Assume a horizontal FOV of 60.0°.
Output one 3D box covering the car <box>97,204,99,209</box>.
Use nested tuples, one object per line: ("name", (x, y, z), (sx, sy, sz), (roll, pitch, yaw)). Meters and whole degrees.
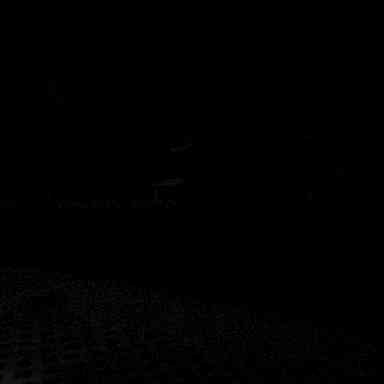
("car", (-10.049, 1.946, 34.860), (1.994, 1.385, 4.181), (-2, -2, 23))

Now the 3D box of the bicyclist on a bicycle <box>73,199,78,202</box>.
("bicyclist on a bicycle", (-8.308, 1.302, 23.894), (1.656, 1.620, 0.582), (-3, -2, 23))

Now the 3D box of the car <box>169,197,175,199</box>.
("car", (-1.630, 1.748, 47.537), (2.150, 2.045, 5.566), (-2, -2, 23))
